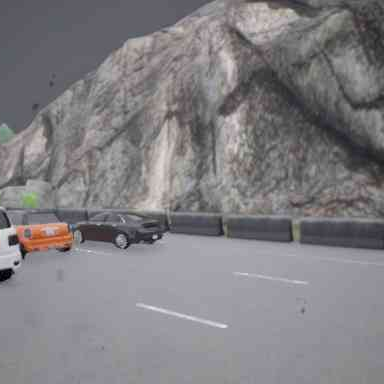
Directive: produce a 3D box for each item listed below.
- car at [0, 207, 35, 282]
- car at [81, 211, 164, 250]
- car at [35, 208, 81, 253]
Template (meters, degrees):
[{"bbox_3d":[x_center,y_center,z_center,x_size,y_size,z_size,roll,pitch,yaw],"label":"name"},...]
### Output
[{"bbox_3d":[-6.765,1.328,8.807,5.566,2.045,2.150,-1,0,35],"label":"car"},{"bbox_3d":[-3.485,1.620,15.065,4.892,1.490,1.837,-1,0,35],"label":"car"},{"bbox_3d":[-6.803,1.479,13.131,4.553,1.767,2.097,-1,0,35],"label":"car"}]
